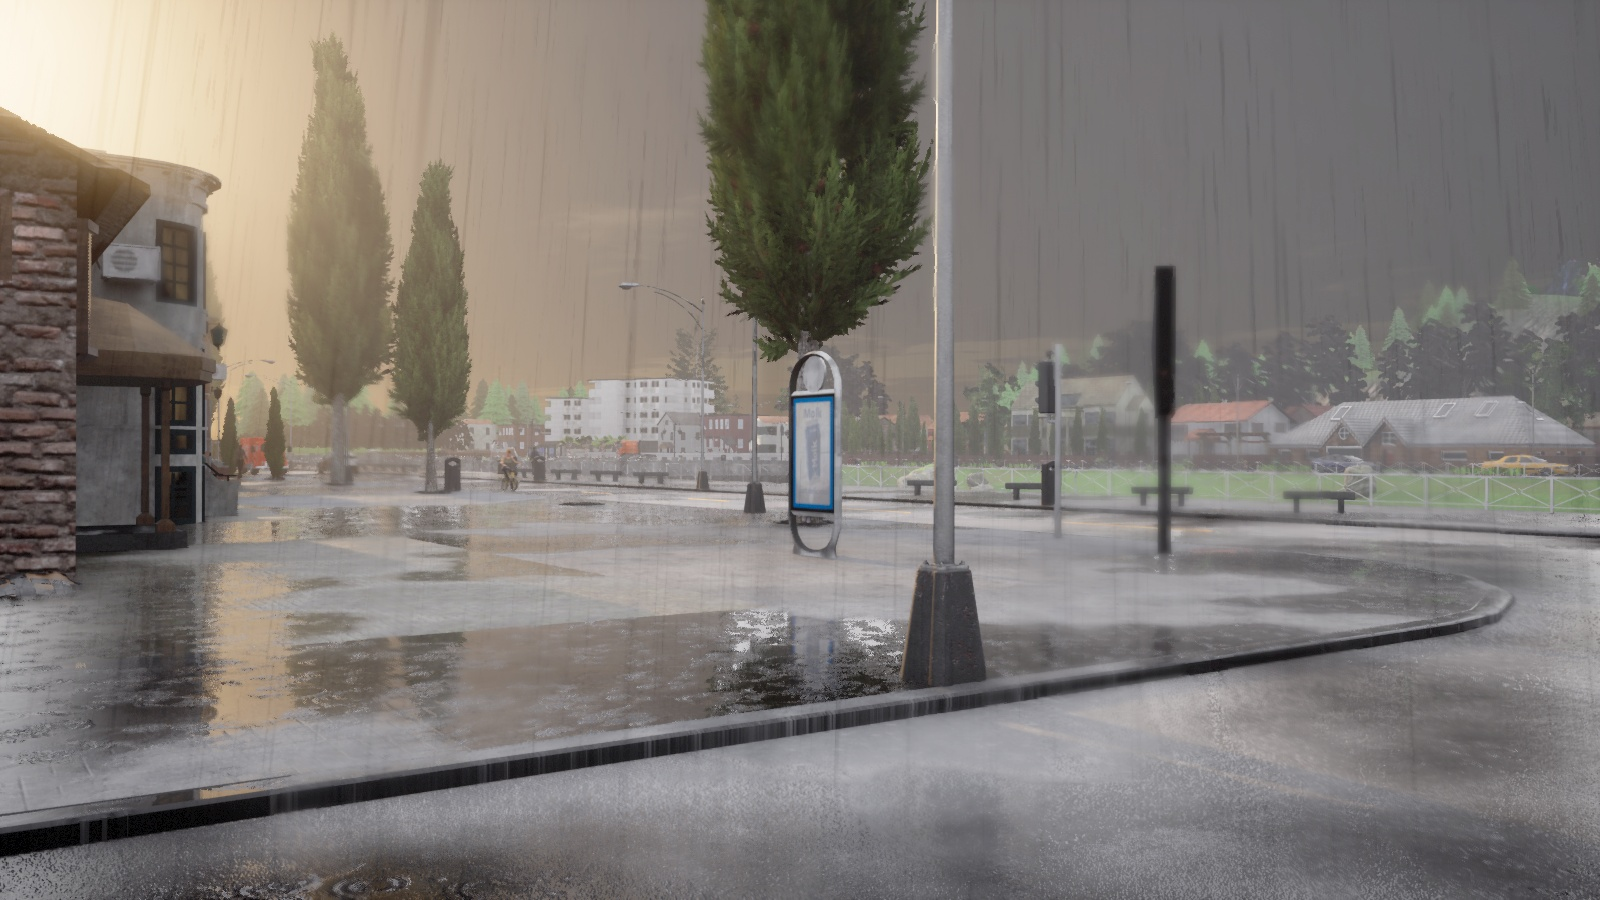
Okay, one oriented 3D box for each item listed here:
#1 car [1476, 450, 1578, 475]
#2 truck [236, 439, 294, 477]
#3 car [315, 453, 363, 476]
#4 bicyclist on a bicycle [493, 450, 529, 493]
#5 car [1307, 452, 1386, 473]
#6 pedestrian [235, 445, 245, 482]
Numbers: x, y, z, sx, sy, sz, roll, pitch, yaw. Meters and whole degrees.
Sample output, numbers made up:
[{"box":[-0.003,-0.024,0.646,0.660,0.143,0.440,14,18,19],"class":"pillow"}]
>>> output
[{"box":[46.455,0.782,80.336,1.801,1.575,5.366,0,0,-34],"class":"car"},{"box":[-35.953,0.541,84.322,2.627,2.467,5.204,0,0,-34],"class":"truck"},{"box":[-30.853,0.962,83.961,2.007,1.525,4.514,0,0,-34],"class":"car"},{"box":[-11.097,0.823,48.161,0.866,1.612,1.509,0,0,-35],"class":"bicyclist on a bicycle"},{"box":[39.380,0.883,90.636,2.163,1.488,4.792,0,0,-34],"class":"car"},{"box":[-28.161,0.669,63.144,0.331,1.846,0.634,0,0,-34],"class":"pedestrian"}]
